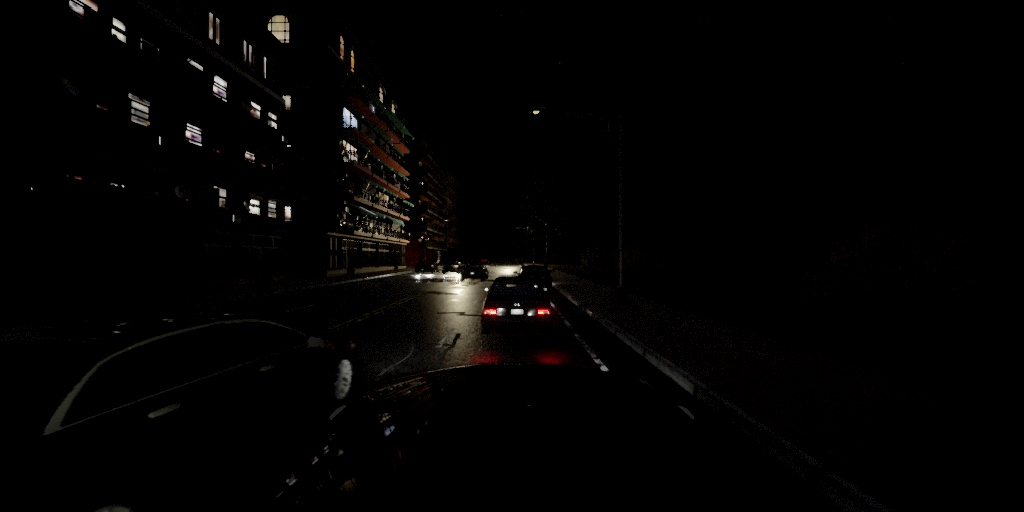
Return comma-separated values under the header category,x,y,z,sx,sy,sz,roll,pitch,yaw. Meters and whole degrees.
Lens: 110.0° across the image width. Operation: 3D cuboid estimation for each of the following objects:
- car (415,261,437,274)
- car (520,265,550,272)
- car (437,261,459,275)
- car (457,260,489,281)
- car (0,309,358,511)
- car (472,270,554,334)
category,x,y,z,sx,sy,sz,roll,pitch,yaw
car,-9.776,1.315,41.219,1.994,1.385,4.181,0,0,0
car,1.171,1.257,20.250,1.837,1.490,4.892,0,0,0
car,-6.527,1.299,40.062,2.033,1.411,5.357,0,0,0
car,-3.097,1.315,30.093,1.994,1.385,4.181,0,0,0
car,-3.150,1.253,3.304,1.837,1.490,4.892,0,-1,0
car,0.118,1.299,10.561,2.033,1.411,5.357,0,0,0
